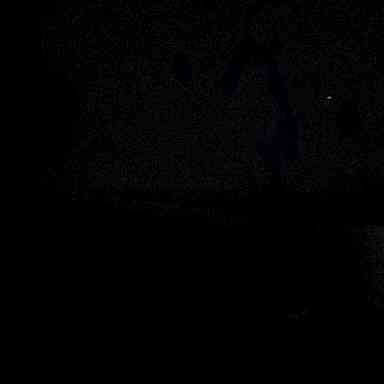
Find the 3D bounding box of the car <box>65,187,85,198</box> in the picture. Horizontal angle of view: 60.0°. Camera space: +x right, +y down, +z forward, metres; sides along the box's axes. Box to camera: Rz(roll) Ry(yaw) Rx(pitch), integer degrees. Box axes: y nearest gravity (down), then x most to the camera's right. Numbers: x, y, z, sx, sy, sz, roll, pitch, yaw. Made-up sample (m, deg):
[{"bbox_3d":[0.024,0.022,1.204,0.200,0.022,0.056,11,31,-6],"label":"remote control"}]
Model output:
[{"bbox_3d":[-17.845,-0.030,50.498,1.882,1.535,5.008,-2,3,-36],"label":"car"}]
